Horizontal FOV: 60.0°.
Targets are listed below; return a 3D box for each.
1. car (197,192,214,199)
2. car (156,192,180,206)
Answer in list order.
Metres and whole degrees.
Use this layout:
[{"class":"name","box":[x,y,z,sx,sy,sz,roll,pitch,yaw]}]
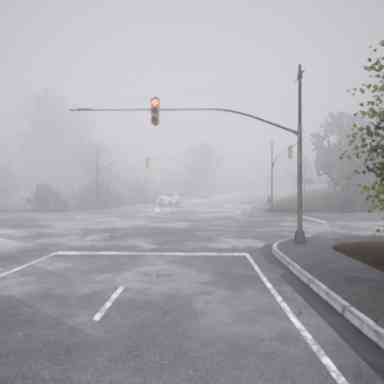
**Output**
[{"class":"car","box":[2.761,0.704,67.065,1.895,1.301,4.718,0,3,25]},{"class":"car","box":[-3.631,1.040,51.443,2.150,2.045,5.566,0,1,19]}]
